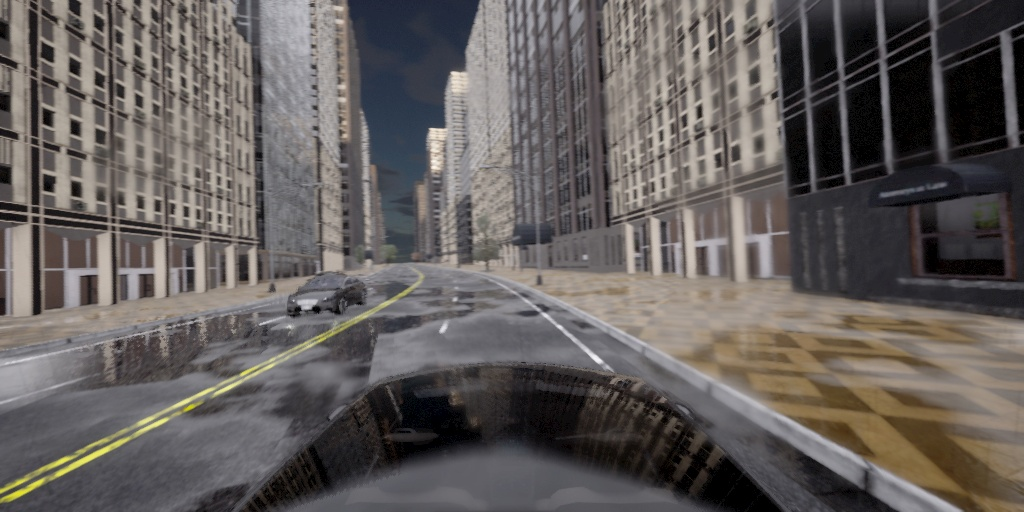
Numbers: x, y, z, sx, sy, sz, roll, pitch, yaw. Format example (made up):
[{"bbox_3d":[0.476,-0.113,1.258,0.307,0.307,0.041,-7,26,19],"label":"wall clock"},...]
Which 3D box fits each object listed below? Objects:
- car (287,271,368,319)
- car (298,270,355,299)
[{"bbox_3d":[-7.565,1.582,15.126,2.128,1.511,4.902,-2,0,-7],"label":"car"},{"bbox_3d":[-12.004,1.795,23.584,1.837,1.490,4.892,-2,0,-9],"label":"car"}]
